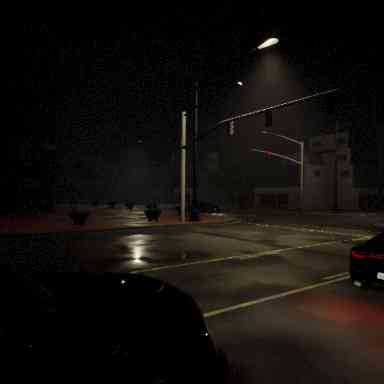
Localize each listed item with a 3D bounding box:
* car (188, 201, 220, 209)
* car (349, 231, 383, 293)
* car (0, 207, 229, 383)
[{"bbox_3d":[1.310,1.657,36.832,1.994,1.385,4.181,1,-1,-35],"label":"car"},{"bbox_3d":[5.752,1.498,7.883,5.008,1.535,1.882,0,0,-35],"label":"car"},{"bbox_3d":[-2.328,1.222,2.083,5.566,2.045,2.150,0,0,-36],"label":"car"}]
